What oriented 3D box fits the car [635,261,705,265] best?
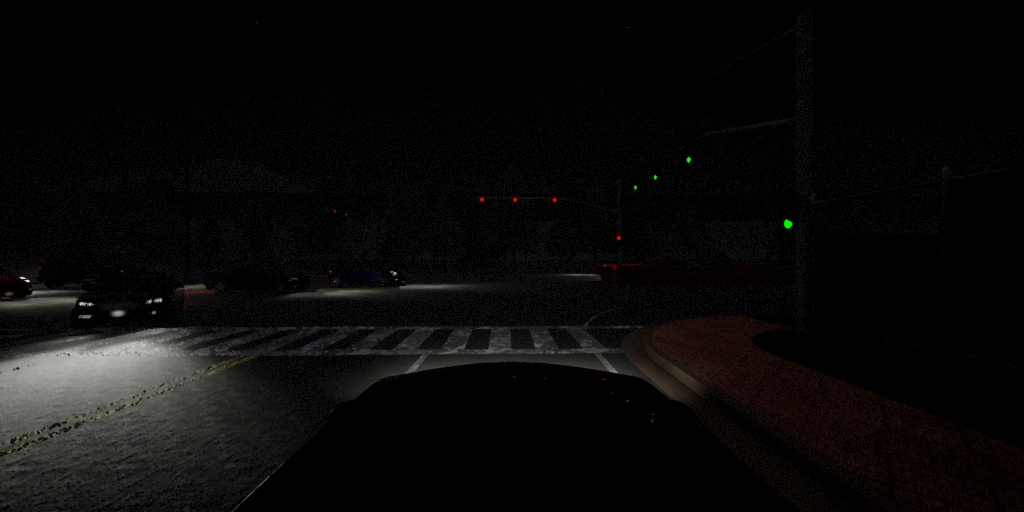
[{"bbox_3d":[13.708,1.255,31.219,4.892,1.490,1.837,0,0,-2],"label":"car"}]

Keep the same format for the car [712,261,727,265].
[{"bbox_3d":[20.535,1.255,38.436,4.892,1.490,1.837,0,0,-2],"label":"car"}]

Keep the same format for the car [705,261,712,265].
[{"bbox_3d":[16.352,1.276,34.802,4.674,1.442,1.812,0,0,-2],"label":"car"}]

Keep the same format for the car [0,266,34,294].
[{"bbox_3d":[-29.682,1.289,19.168,5.357,1.411,2.033,0,0,-2],"label":"car"}]

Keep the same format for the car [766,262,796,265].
[{"bbox_3d":[22.963,1.351,31.507,4.718,1.301,1.895,0,0,-2],"label":"car"}]

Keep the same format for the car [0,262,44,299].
[{"bbox_3d":[-24.446,1.100,15.808,4.553,1.767,2.097,0,0,-1],"label":"car"}]

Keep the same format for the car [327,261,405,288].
[{"bbox_3d":[-9.351,1.102,23.297,4.553,1.767,2.097,0,0,-2],"label":"car"}]

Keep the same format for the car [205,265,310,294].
[{"bbox_3d":[-13.799,1.227,19.657,5.008,1.535,1.882,0,0,-2],"label":"car"}]

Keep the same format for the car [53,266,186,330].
[{"bbox_3d":[-11.771,1.241,11.336,2.128,1.511,4.902,1,0,-37],"label":"car"}]

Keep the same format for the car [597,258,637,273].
[{"bbox_3d":[11.419,1.102,38.151,4.553,1.767,2.097,0,0,-2],"label":"car"}]

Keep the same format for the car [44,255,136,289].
[{"bbox_3d":[-26.346,0.965,22.768,5.566,2.045,2.150,0,0,-2],"label":"car"}]
